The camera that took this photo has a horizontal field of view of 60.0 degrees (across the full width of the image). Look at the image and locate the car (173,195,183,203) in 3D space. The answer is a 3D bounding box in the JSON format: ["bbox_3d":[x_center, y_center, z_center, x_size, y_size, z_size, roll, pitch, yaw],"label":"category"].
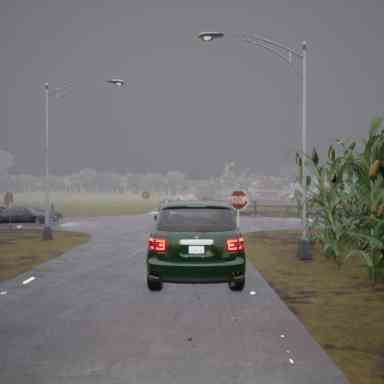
[{"bbox_3d":[-2.889,1.473,68.441,1.882,1.535,5.008,0,0,0],"label":"car"}]

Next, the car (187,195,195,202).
[{"bbox_3d":[-0.157,1.479,80.817,1.882,1.535,5.008,0,0,0],"label":"car"}]

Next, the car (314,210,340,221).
[{"bbox_3d":[12.562,1.522,26.282,5.357,1.411,2.033,0,2,0],"label":"car"}]

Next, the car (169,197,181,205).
[{"bbox_3d":[-2.941,1.557,58.380,1.994,1.385,4.181,0,0,0],"label":"car"}]

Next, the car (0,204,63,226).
[{"bbox_3d":[-12.024,1.596,23.424,5.357,1.411,2.033,0,2,-5],"label":"car"}]

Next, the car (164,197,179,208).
[{"bbox_3d":[-2.933,1.468,48.567,1.882,1.535,5.008,0,0,0],"label":"car"}]

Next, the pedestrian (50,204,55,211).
[{"bbox_3d":[-12.238,1.612,29.166,0.500,1.100,0.500,0,2,0],"label":"pedestrian"}]

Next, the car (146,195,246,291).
[{"bbox_3d":[0.086,1.217,9.153,2.150,2.045,5.566,0,0,0],"label":"car"}]

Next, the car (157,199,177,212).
[{"bbox_3d":[-2.924,1.552,39.833,1.994,1.385,4.181,0,0,0],"label":"car"}]
